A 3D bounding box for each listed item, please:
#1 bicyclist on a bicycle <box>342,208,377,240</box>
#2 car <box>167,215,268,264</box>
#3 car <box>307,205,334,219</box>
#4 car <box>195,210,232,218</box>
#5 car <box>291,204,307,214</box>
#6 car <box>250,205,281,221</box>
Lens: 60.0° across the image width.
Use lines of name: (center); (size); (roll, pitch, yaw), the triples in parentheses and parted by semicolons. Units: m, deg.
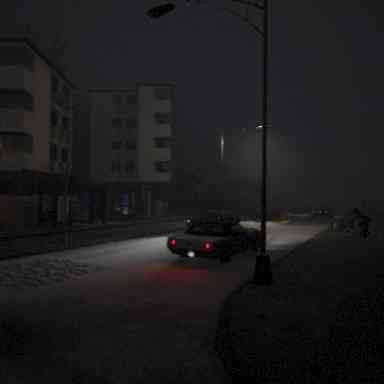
bicyclist on a bicycle: (8.724, 1.667, 17.392); (1.656, 1.620, 0.582); (0, -1, 28)
car: (1.120, 1.767, 12.717); (1.895, 1.301, 4.718); (0, -1, 31)
car: (14.642, 2.167, 37.091); (2.033, 1.411, 5.357); (0, -1, 28)
car: (1.447, 1.872, 21.592); (1.895, 1.301, 4.718); (0, -1, 29)
car: (15.359, 2.355, 47.007); (2.033, 1.411, 5.357); (0, -1, 29)
car: (7.232, 2.014, 32.240); (2.033, 1.411, 5.357); (0, -1, 29)
